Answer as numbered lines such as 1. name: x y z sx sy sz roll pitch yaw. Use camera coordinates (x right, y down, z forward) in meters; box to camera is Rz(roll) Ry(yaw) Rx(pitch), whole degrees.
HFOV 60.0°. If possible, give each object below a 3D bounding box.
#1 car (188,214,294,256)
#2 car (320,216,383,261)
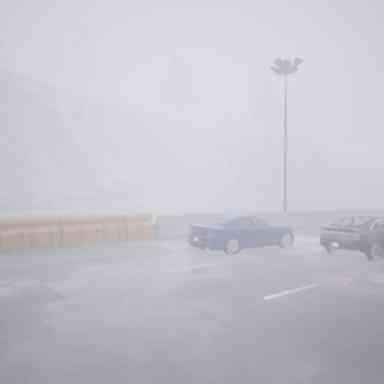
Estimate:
1. car: 2.206 1.664 14.096 5.008 1.535 1.882 0 -1 -34
2. car: 7.131 1.694 13.143 4.902 1.511 2.128 1 -1 -33
